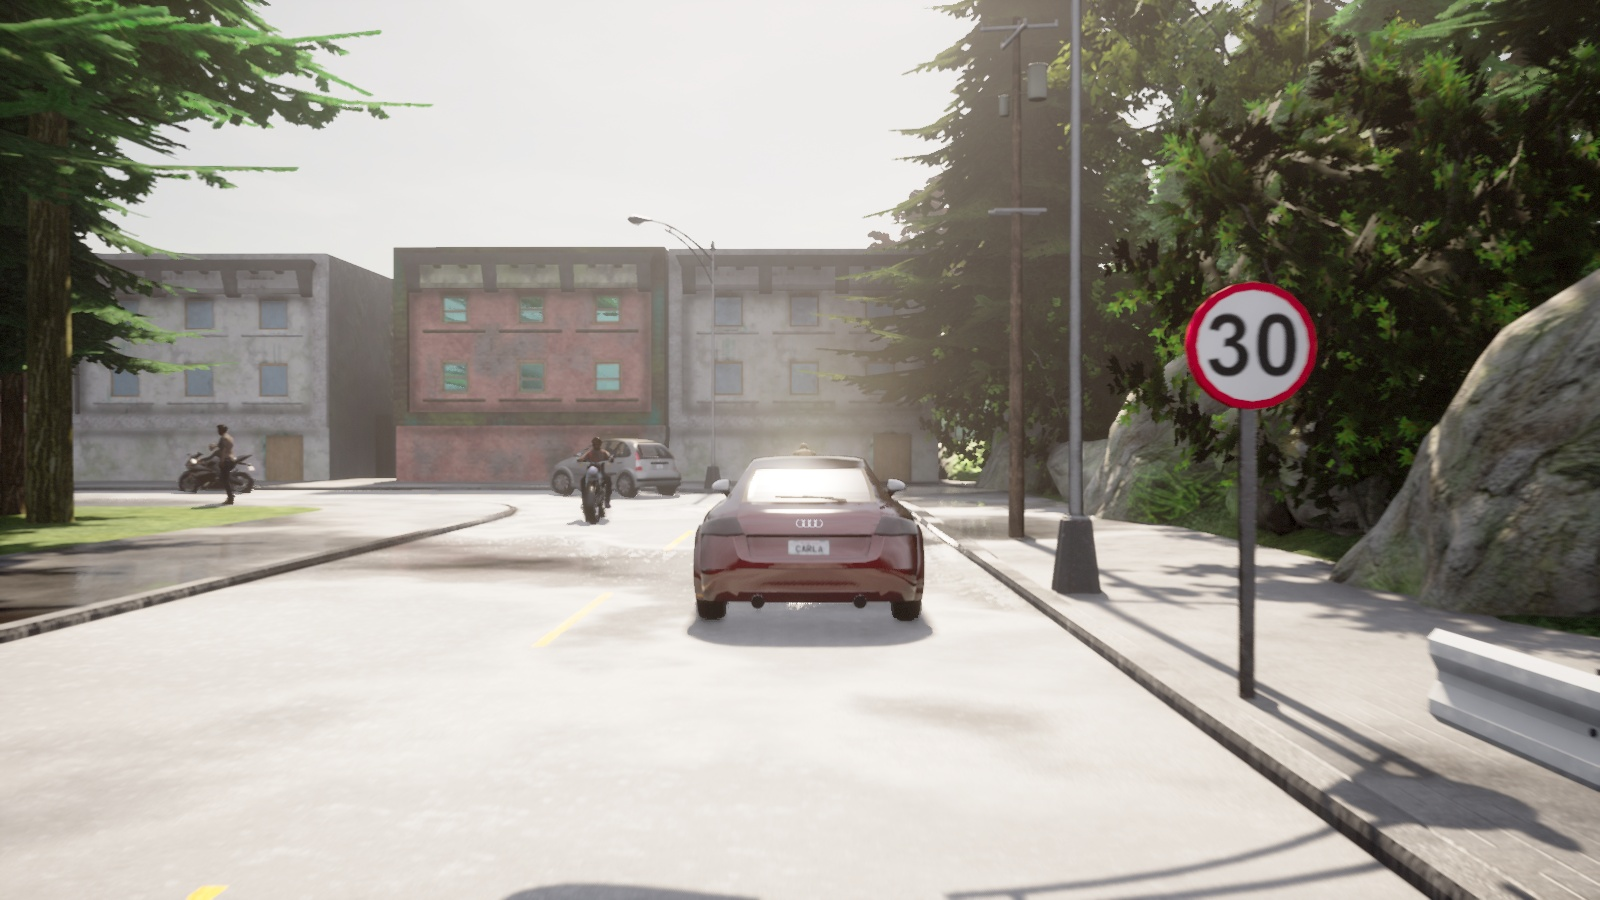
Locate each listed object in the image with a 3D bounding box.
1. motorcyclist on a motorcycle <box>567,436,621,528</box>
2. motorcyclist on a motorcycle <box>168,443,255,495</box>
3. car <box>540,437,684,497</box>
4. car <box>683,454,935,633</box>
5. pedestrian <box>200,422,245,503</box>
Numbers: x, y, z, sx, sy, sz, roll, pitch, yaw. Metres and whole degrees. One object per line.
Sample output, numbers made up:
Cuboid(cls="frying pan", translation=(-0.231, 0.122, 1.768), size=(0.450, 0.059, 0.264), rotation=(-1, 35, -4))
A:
Cuboid(cls="motorcyclist on a motorcycle", translation=(-3.887, 0.560, 23.840), size=(0.766, 1.649, 2.350), rotation=(0, 1, -4))
Cuboid(cls="motorcyclist on a motorcycle", translation=(-17.595, 0.557, 37.547), size=(2.191, 1.530, 0.866), rotation=(0, 0, 0))
Cuboid(cls="car", translation=(-5.357, 0.443, 35.574), size=(3.988, 1.617, 1.851), rotation=(0, 0, 40))
Cuboid(cls="car", translation=(0.083, 0.743, 12.019), size=(1.994, 1.385, 4.181), rotation=(0, 0, 0))
Cuboid(cls="pedestrian", translation=(-12.970, 0.288, 28.221), size=(0.869, 1.805, 0.328), rotation=(0, 0, 8))
